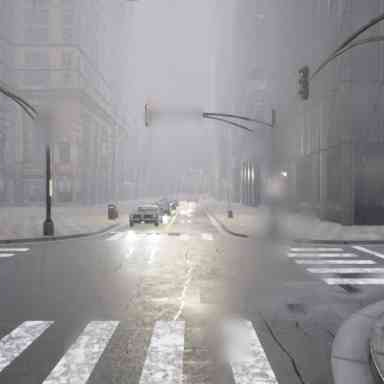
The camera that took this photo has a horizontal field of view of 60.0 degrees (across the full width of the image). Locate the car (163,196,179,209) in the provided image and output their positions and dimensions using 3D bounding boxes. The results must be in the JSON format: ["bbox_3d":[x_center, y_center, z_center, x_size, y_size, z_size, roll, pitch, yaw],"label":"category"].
[{"bbox_3d":[-3.106,1.354,43.104,2.097,1.767,4.553,0,0,0],"label":"car"}]

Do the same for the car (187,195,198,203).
[{"bbox_3d":[0.084,1.366,69.632,2.097,1.767,4.553,0,0,0],"label":"car"}]

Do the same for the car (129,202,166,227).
[{"bbox_3d":[-3.105,1.601,23.160,1.895,1.301,4.718,0,0,0],"label":"car"}]

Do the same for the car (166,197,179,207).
[{"bbox_3d":[-3.064,1.531,53.145,1.812,1.442,4.674,0,0,1],"label":"car"}]

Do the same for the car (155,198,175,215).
[{"bbox_3d":[-3.101,1.564,33.102,1.994,1.385,4.181,0,0,0],"label":"car"}]
